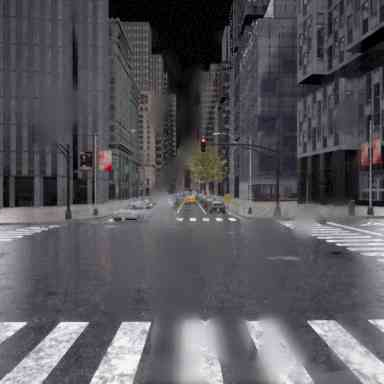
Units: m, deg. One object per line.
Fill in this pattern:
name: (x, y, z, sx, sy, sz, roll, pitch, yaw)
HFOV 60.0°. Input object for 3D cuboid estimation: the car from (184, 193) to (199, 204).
car: (-0.166, 1.495, 64.359, 1.882, 1.535, 5.008, 0, 0, -1)

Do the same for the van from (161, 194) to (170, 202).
van: (-6.113, 1.367, 77.497, 1.690, 1.788, 3.998, 0, 0, 0)

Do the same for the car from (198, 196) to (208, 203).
car: (2.440, 1.588, 73.113, 1.947, 1.339, 4.313, 0, 0, 0)

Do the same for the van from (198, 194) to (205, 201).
van: (2.374, 1.372, 83.691, 1.690, 1.788, 3.998, 0, 0, 0)

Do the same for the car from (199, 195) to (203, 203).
car: (2.568, 1.561, 52.663, 2.008, 1.369, 4.403, 0, 0, 0)

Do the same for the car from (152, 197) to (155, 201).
car: (-5.886, 1.557, 41.272, 2.008, 1.369, 4.403, 0, 0, 0)

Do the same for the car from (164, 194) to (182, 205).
car: (-3.303, 1.504, 56.554, 2.128, 1.511, 4.902, 0, 0, 0)

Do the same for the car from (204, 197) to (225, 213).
car: (2.670, 1.555, 36.330, 2.008, 1.369, 4.403, 0, 0, 0)

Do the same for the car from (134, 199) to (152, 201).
car: (-5.855, 1.556, 36.280, 2.008, 1.369, 4.403, 0, 0, 0)

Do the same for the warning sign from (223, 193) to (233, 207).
warning sign: (4.921, 1.123, 45.420, 1.300, 1.860, 1.060, 0, 0, 0)

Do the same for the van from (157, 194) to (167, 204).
van: (-6.045, 1.360, 66.670, 1.690, 1.788, 3.998, 0, 0, 0)

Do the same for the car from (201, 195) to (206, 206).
car: (2.602, 1.553, 47.219, 1.887, 1.381, 4.507, 0, 0, 0)

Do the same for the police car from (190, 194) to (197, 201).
police car: (0.471, 1.463, 90.505, 1.930, 1.638, 5.238, 0, 0, 0)

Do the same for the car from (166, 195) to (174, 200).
car: (-6.213, 1.623, 93.735, 1.802, 1.307, 4.206, 0, 0, 0)

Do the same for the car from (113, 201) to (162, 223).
car: (-4.257, 1.603, 25.848, 1.895, 1.301, 4.718, 0, 0, 16)

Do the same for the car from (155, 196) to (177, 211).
car: (-3.227, 1.532, 41.540, 1.812, 1.442, 4.674, 0, 0, -1)

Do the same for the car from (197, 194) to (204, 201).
car: (2.506, 1.566, 62.535, 2.008, 1.369, 4.403, 0, 0, 0)

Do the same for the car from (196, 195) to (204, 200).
car: (2.308, 1.592, 94.268, 2.008, 1.369, 4.403, 0, 0, 0)

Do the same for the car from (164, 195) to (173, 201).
car: (-6.180, 1.586, 88.323, 2.008, 1.369, 4.403, 0, 0, 0)
